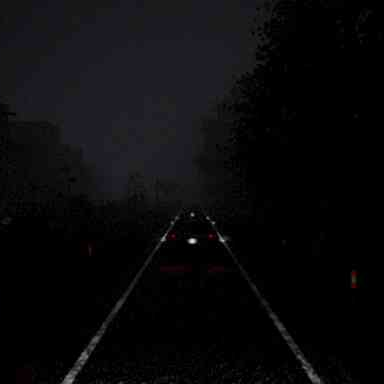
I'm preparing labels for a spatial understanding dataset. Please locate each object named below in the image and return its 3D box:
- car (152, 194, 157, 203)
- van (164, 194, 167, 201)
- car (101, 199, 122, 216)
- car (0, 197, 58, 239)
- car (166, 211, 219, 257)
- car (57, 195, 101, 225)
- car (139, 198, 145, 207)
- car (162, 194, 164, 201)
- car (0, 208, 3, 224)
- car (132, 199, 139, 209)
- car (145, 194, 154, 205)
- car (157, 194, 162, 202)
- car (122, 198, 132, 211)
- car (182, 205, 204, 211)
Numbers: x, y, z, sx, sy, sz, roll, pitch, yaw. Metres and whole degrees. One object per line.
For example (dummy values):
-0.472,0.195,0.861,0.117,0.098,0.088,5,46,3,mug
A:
-8.975,1.657,66.588,2.097,1.535,5.008,0,0,2,car
-8.989,1.585,94.189,1.878,1.987,4.442,0,0,2,van
-8.964,1.533,33.308,2.097,1.535,5.008,0,0,2,car
-8.956,1.310,16.702,2.185,1.767,4.553,0,-1,2,car
0.037,1.683,13.495,1.994,1.385,4.181,0,0,1,car
-8.961,1.219,24.357,2.435,2.045,5.566,0,0,2,car
-8.977,1.604,50.787,1.946,1.575,5.366,0,0,2,car
-8.980,1.793,83.216,2.002,1.452,4.674,0,0,0,car
-8.945,1.457,11.097,2.163,1.488,4.792,1,-1,2,car
-8.967,1.595,44.406,2.097,1.535,5.008,0,-1,2,car
-8.973,1.647,61.040,2.097,1.535,5.008,0,0,2,car
-8.977,1.482,76.473,2.435,2.045,5.566,0,0,1,car
-8.966,1.575,38.850,2.231,1.521,4.892,0,0,2,car
0.049,1.780,28.447,1.994,1.385,4.181,0,0,1,car
